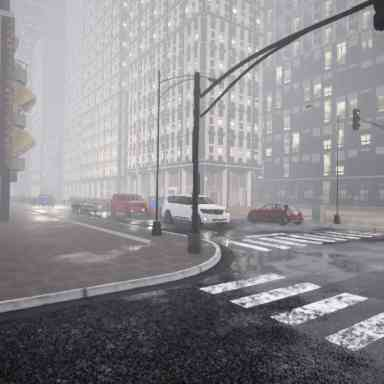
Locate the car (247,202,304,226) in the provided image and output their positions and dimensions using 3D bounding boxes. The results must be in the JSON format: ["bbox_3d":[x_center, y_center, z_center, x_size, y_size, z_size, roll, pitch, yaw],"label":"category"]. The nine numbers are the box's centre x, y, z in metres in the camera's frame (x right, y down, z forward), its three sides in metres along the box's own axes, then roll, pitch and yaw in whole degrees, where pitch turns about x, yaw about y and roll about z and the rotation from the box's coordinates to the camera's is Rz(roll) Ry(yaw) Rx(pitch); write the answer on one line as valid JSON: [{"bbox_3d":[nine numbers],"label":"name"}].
[{"bbox_3d":[5.877,1.505,23.960,1.967,1.590,4.097,1,-1,-35],"label":"car"}]

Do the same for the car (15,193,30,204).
[{"bbox_3d":[-30.287,1.155,60.659,2.192,1.841,5.009,1,-1,-35],"label":"car"}]

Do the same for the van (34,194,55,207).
[{"bbox_3d":[-20.513,1.197,46.815,1.690,1.788,3.998,1,-1,-35],"label":"van"}]

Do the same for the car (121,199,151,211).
[{"bbox_3d":[-7.156,1.584,42.416,2.008,1.369,4.403,1,-1,-35],"label":"car"}]

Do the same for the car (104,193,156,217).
[{"bbox_3d":[-5.687,1.155,30.310,2.150,2.045,5.566,1,-1,-35],"label":"car"}]

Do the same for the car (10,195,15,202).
[{"bbox_3d":[-36.806,1.396,69.885,1.947,1.339,4.313,1,-1,-35],"label":"car"}]

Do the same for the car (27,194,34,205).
[{"bbox_3d":[-23.775,1.432,51.427,1.802,1.307,4.206,1,-1,-35],"label":"car"}]

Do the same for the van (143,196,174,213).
[{"bbox_3d":[-3.895,1.382,37.804,1.690,1.788,3.998,1,-1,-35],"label":"van"}]

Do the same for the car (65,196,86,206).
[{"bbox_3d":[-19.399,1.441,55.272,1.882,1.535,5.008,1,-1,-35],"label":"car"}]

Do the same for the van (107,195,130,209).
[{"bbox_3d":[-10.410,1.368,47.033,1.690,1.788,3.998,1,-1,-35],"label":"van"}]

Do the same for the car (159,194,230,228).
[{"bbox_3d":[0.092,1.170,22.122,2.150,2.045,5.566,1,-1,-35],"label":"car"}]

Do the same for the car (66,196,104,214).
[{"bbox_3d":[-10.744,1.427,32.970,2.008,1.369,4.403,1,-1,-35],"label":"car"}]

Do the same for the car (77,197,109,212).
[{"bbox_3d":[-11.536,1.412,38.605,2.128,1.511,4.902,1,-1,-35],"label":"car"}]

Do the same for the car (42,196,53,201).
[{"bbox_3d":[-36.478,1.570,83.946,1.802,1.307,4.206,1,-1,-35],"label":"car"}]

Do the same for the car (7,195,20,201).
[{"bbox_3d":[-40.063,1.378,74.499,2.008,1.369,4.403,1,-1,-35],"label":"car"}]

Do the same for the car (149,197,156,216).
[{"bbox_3d":[-1.576,1.492,30.012,2.128,1.511,4.902,1,-1,-35],"label":"car"}]

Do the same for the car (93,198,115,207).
[{"bbox_3d":[-13.673,1.586,51.645,1.947,1.339,4.313,1,-1,-35],"label":"car"}]
